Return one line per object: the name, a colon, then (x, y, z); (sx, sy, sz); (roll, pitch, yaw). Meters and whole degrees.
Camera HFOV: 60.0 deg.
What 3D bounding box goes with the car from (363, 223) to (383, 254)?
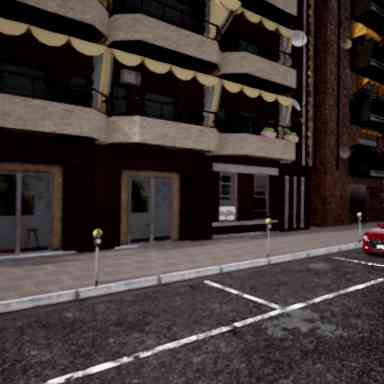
car: (8.078, 1.573, 12.305); (4.507, 1.381, 1.887); (0, 1, -35)
